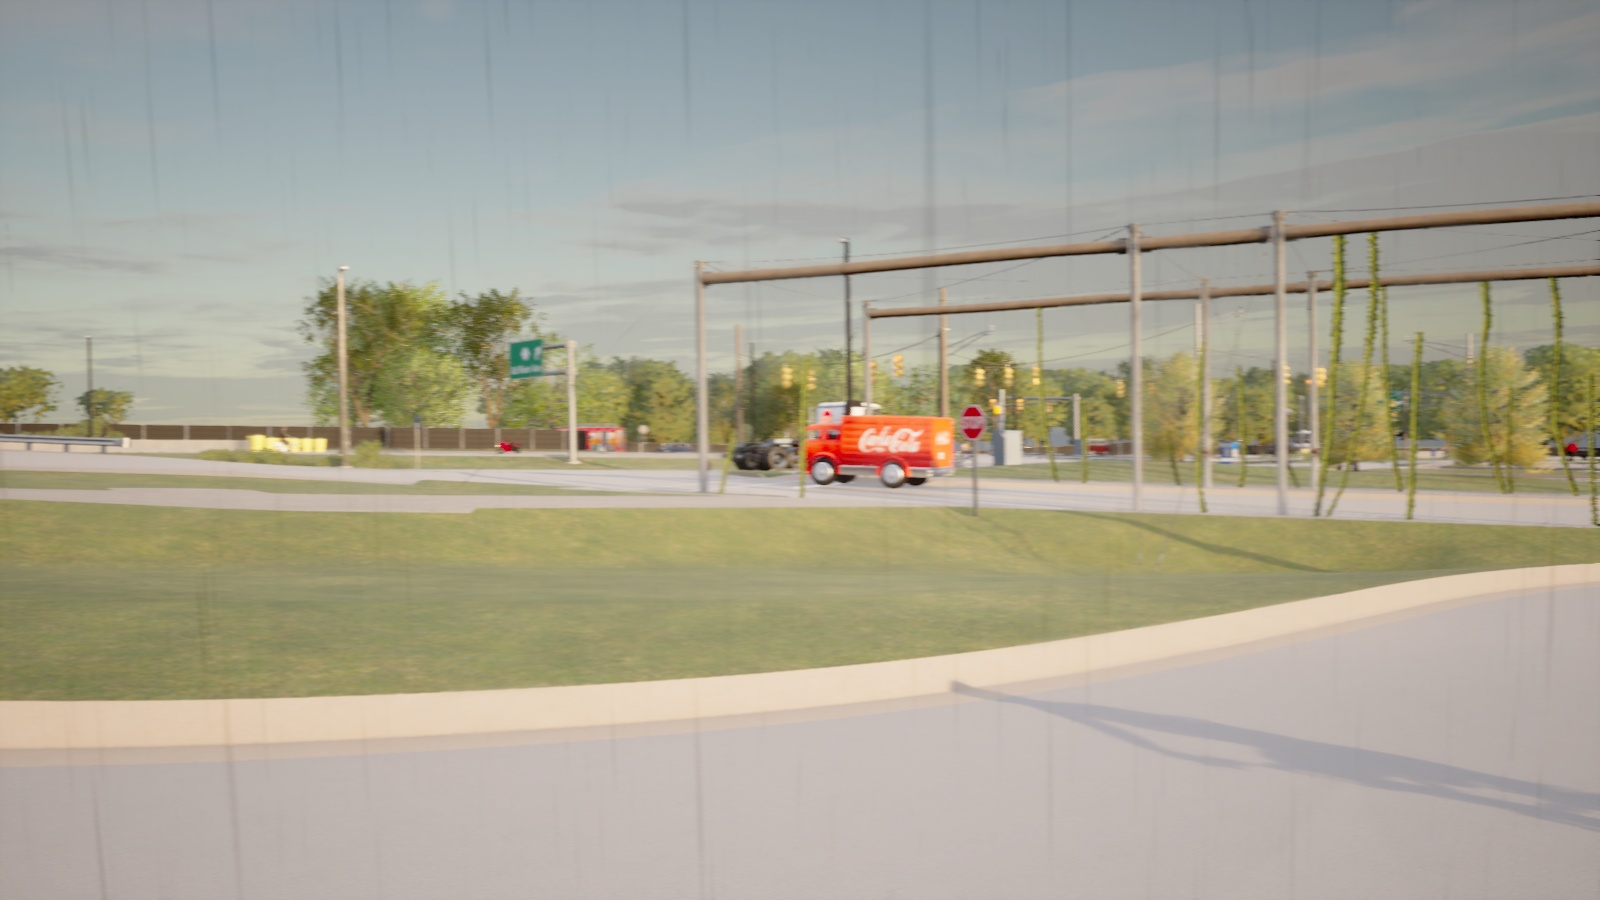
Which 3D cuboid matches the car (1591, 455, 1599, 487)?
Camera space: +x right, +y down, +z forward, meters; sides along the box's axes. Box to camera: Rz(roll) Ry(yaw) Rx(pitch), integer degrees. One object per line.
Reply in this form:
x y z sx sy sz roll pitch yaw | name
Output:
42.519 1.048 62.171 1.801 1.575 5.366 0 0 -44 | car

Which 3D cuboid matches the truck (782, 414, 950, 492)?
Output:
2.309 0.043 43.880 5.204 2.467 2.627 2 2 25 | truck

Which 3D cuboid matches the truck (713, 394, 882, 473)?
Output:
-0.021 -0.697 59.467 7.936 3.462 2.891 1 -1 -40 | truck
